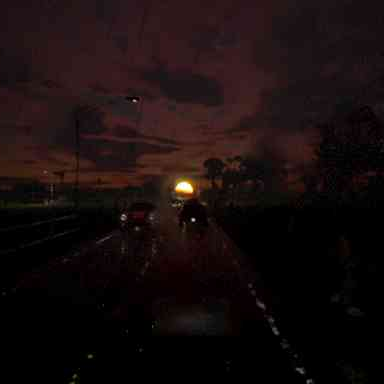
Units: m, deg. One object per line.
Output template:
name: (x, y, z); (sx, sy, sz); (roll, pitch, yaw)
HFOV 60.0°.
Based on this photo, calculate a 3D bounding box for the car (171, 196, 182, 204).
car: (-2.819, 1.549, 63.148); (2.128, 1.511, 4.902); (0, 0, 0)

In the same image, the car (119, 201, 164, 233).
car: (-2.871, 1.340, 19.633); (2.097, 1.767, 4.553); (0, 0, 0)

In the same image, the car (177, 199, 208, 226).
car: (0.075, 1.495, 23.514); (1.837, 1.490, 4.892); (0, 0, 0)
